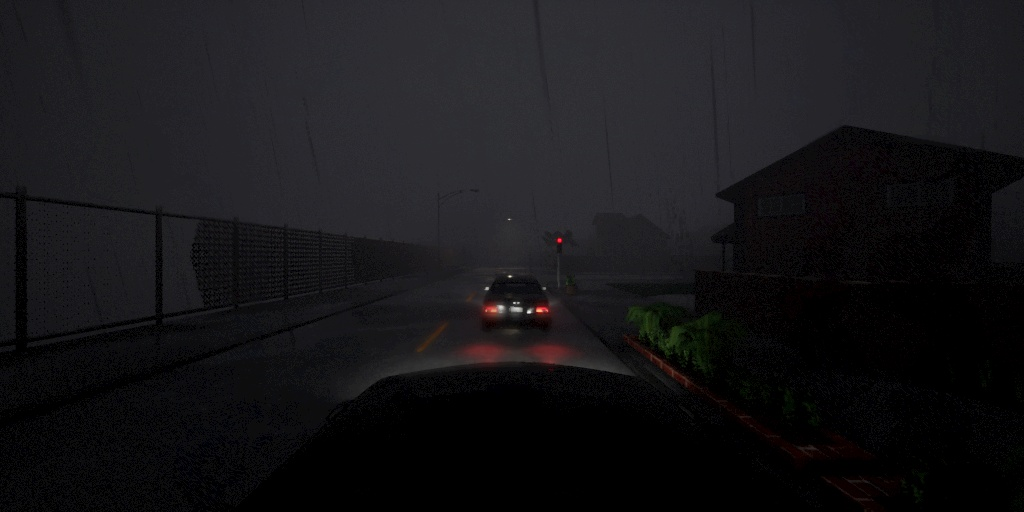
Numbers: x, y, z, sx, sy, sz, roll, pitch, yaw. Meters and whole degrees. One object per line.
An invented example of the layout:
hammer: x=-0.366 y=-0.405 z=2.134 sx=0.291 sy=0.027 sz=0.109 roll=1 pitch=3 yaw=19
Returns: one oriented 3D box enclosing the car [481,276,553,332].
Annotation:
car: x=0.118 y=1.297 z=10.852 sx=2.033 sy=1.411 sz=5.357 roll=0 pitch=0 yaw=0
